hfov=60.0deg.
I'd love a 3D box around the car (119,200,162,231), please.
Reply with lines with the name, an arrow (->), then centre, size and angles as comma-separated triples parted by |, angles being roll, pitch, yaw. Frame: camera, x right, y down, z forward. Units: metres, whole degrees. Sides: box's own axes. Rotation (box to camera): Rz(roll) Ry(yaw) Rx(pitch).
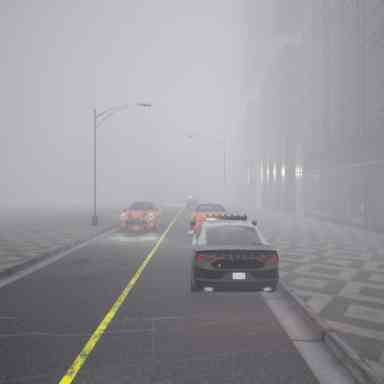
car -> -3.056, 1.363, 20.459 | 2.097, 1.767, 4.553 | 0, 0, 0

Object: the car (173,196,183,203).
car -> -2.846, 1.632, 70.263 | 2.128, 1.511, 4.902 | 0, 0, 0

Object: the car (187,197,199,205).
car -> 0.131, 1.601, 60.397 | 2.128, 1.511, 4.902 | 0, 0, 0

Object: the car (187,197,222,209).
car -> 0.938, 1.361, 18.906 | 2.097, 1.767, 4.553 | 0, 0, 0

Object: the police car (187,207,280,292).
police car -> 0.917, 1.427, 9.045 | 1.930, 1.638, 5.238 | 0, 0, 0

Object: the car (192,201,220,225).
car -> 0.953, 1.496, 24.936 | 1.882, 1.535, 5.008 | 0, 0, 0

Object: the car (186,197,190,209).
car -> 0.113, 1.667, 46.539 | 1.895, 1.301, 4.718 | 0, 0, 1
